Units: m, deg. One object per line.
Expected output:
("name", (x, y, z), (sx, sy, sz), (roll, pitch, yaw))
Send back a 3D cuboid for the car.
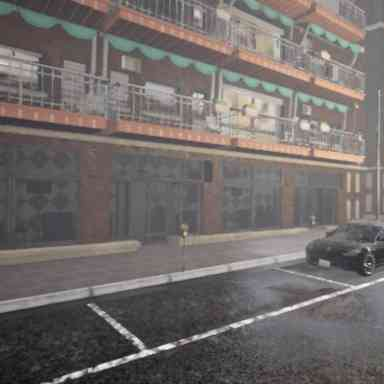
("car", (5.431, 1.595, 10.420), (4.313, 1.339, 1.947), (0, 1, -35))
